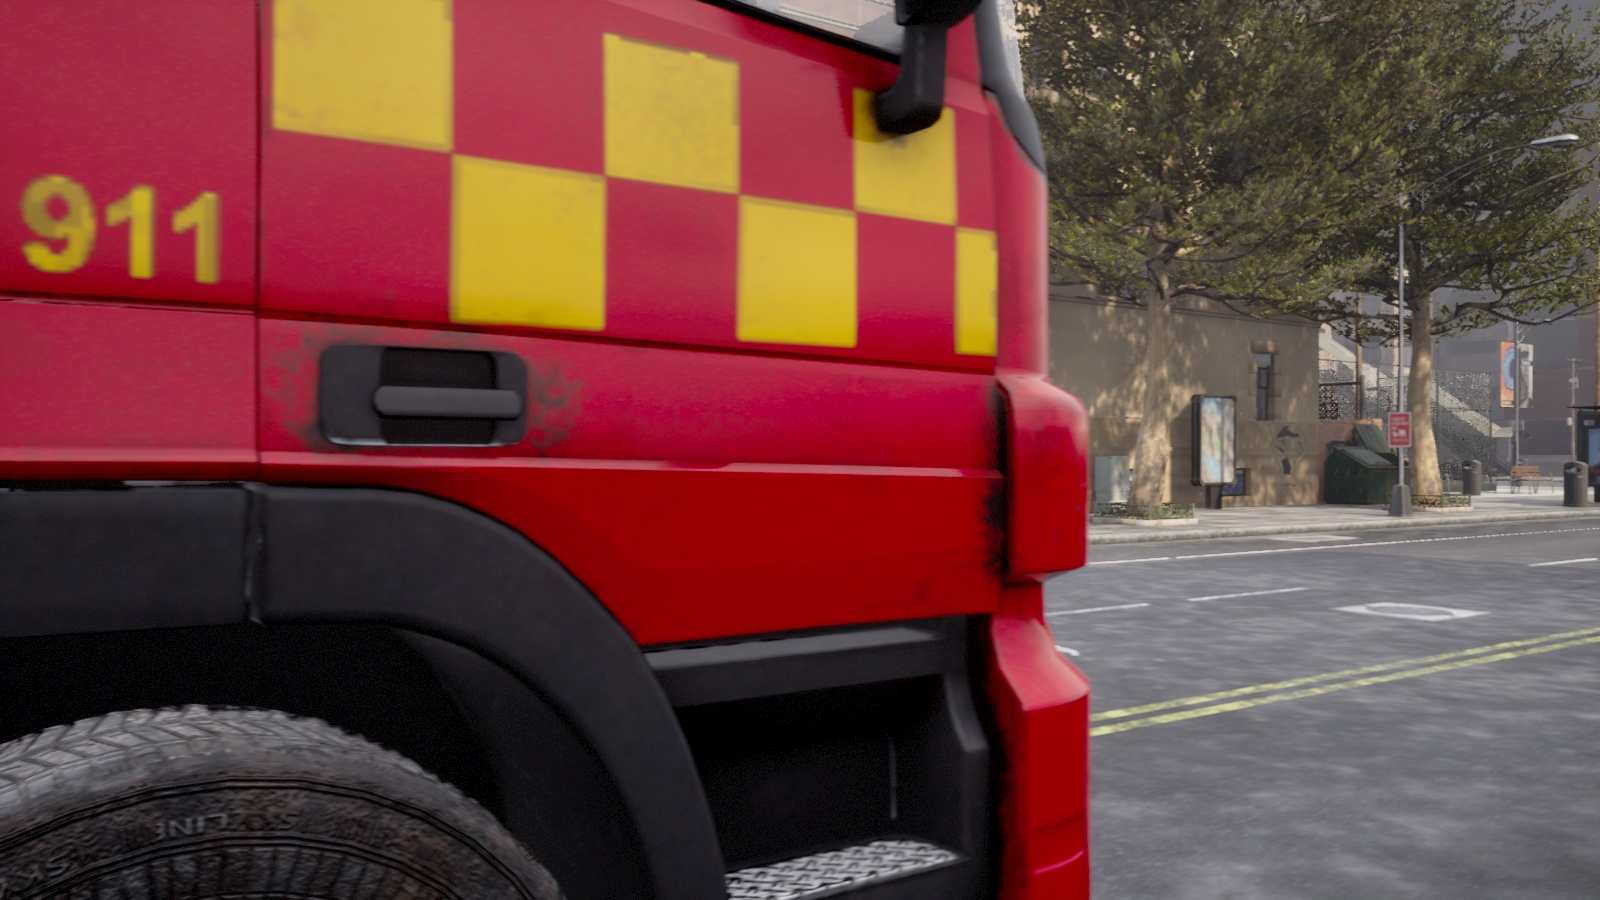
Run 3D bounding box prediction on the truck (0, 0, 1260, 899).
[{"bbox_3d":[-3.374,-0.410,1.285,8.468,3.827,2.891,0,0,-35],"label":"truck"}]
